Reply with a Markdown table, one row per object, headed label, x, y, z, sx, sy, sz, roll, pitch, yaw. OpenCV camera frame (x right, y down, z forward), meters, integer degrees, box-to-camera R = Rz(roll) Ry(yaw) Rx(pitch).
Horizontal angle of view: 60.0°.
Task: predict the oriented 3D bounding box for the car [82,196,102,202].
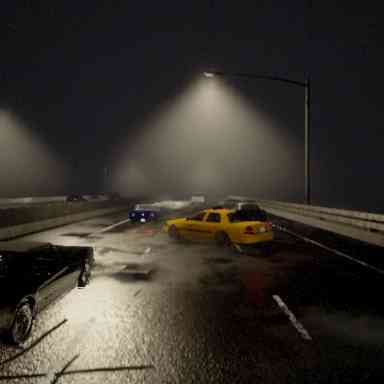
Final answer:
| label | x | y | z | sx | sy | sz | roll | pitch | yaw |
| --- | --- | --- | --- | --- | --- | --- | --- | --- | --- |
| car | -16.526 | 1.426 | 56.507 | 1.812 | 1.442 | 4.674 | 0 | 0 | 2 |

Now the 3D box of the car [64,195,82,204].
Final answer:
| label | x | y | z | sx | sy | sz | roll | pitch | yaw |
| --- | --- | --- | --- | --- | --- | --- | --- | --- | --- |
| car | -20.018 | 1.252 | 56.725 | 2.097 | 1.767 | 4.553 | 0 | 0 | 2 |

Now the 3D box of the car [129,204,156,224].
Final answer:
| label | x | y | z | sx | sy | sz | roll | pitch | yaw |
| --- | --- | --- | --- | --- | --- | --- | --- | --- | --- |
| car | -3.177 | 1.540 | 24.119 | 1.895 | 1.301 | 4.718 | 0 | 0 | 1 |

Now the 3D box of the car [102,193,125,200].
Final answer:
| label | x | y | z | sx | sy | sz | roll | pitch | yaw |
| --- | --- | --- | --- | --- | --- | --- | --- | --- | --- |
| car | -13.025 | 1.123 | 56.790 | 2.150 | 2.045 | 5.566 | 0 | 0 | 2 |

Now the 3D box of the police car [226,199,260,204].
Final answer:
| label | x | y | z | sx | sy | sz | roll | pitch | yaw |
| --- | --- | --- | --- | --- | --- | --- | --- | --- | --- |
| police car | 3.689 | 1.368 | 22.313 | 1.930 | 1.638 | 5.238 | 0 | 0 | 1 |

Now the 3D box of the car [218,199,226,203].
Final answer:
| label | x | y | z | sx | sy | sz | roll | pitch | yaw |
| --- | --- | --- | --- | --- | --- | --- | --- | --- | --- |
| car | 3.885 | 1.427 | 33.124 | 1.837 | 1.490 | 4.892 | 0 | 0 | 1 |

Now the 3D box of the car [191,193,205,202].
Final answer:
| label | x | y | z | sx | sy | sz | roll | pitch | yaw |
| --- | --- | --- | --- | --- | --- | --- | --- | --- | --- |
| car | 1.077 | 1.128 | 56.609 | 2.150 | 2.045 | 5.566 | 0 | 0 | 3 |

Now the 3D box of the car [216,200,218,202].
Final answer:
| label | x | y | z | sx | sy | sz | roll | pitch | yaw |
| --- | --- | --- | --- | --- | --- | --- | --- | --- | --- |
| car | 4.153 | 1.511 | 44.074 | 1.895 | 1.301 | 4.718 | 0 | 0 | 2 |

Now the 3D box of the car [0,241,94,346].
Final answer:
| label | x | y | z | sx | sy | sz | roll | pitch | yaw |
| --- | --- | --- | --- | --- | --- | --- | --- | --- | --- |
| car | -3.369 | 1.580 | 6.252 | 1.895 | 1.301 | 4.718 | 0 | 0 | 0 |

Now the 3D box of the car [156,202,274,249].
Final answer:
| label | x | y | z | sx | sy | sz | roll | pitch | yaw |
| --- | --- | --- | --- | --- | --- | --- | --- | --- | --- |
| car | 0.897 | 1.416 | 14.462 | 1.801 | 1.575 | 5.366 | 0 | 0 | -44 |
